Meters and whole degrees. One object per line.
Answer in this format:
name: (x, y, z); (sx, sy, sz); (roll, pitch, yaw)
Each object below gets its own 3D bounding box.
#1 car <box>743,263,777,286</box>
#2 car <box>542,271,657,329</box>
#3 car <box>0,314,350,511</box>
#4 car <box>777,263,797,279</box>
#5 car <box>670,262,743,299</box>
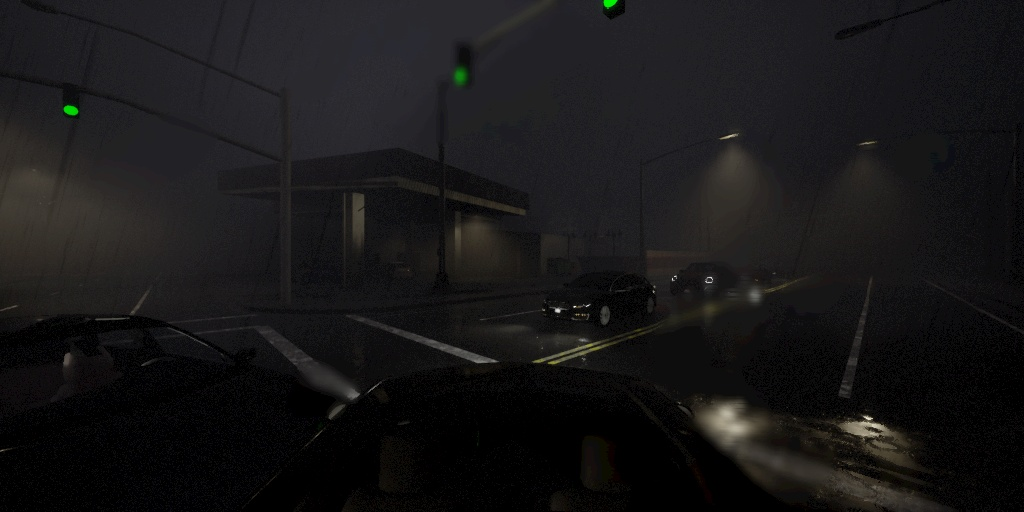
car: (16.863, 1.314, 25.211); (1.994, 1.385, 4.181); (0, 0, 45)
car: (2.980, 1.255, 11.573); (4.892, 1.490, 1.837); (0, 0, -45)
car: (-3.399, 1.242, 2.610); (4.902, 1.511, 2.128); (0, 0, 15)
car: (24.057, 1.314, 32.203); (4.181, 1.385, 1.994); (0, 0, -44)
car: (9.877, 1.102, 18.360); (4.553, 1.767, 2.097); (0, 0, -44)
